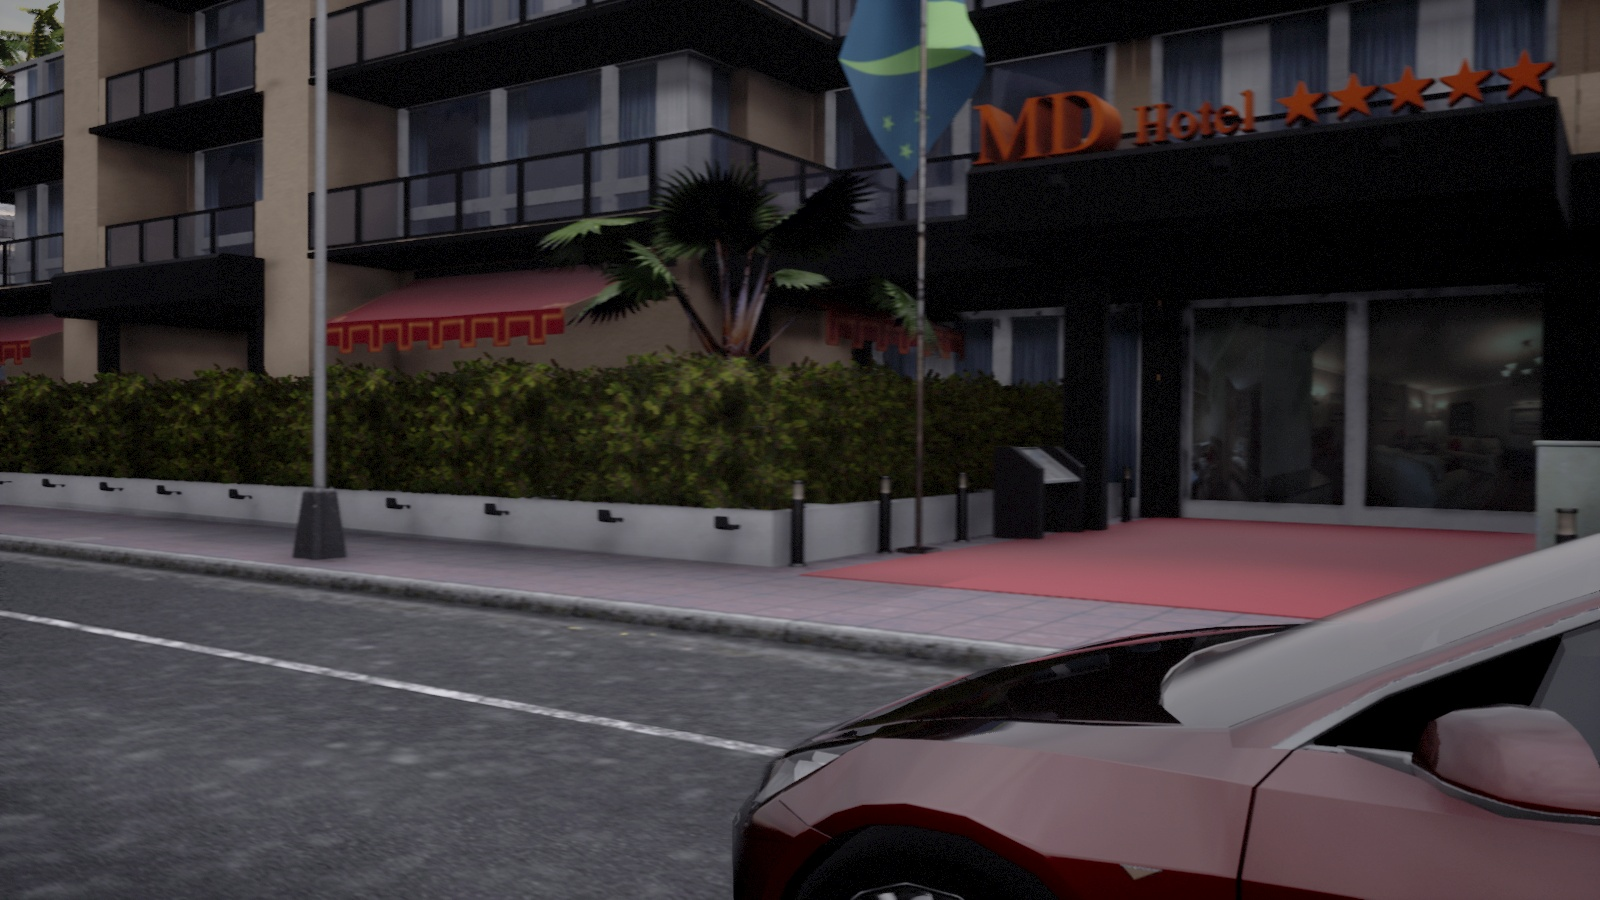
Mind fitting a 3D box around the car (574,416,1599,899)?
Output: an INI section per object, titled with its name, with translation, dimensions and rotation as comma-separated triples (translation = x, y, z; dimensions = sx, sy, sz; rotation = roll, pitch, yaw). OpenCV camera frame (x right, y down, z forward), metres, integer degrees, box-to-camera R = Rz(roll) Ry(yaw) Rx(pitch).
[car]
translation = 2.128, 0.682, 2.210
dimensions = 4.792, 1.488, 2.163
rotation = 0, 1, 34
